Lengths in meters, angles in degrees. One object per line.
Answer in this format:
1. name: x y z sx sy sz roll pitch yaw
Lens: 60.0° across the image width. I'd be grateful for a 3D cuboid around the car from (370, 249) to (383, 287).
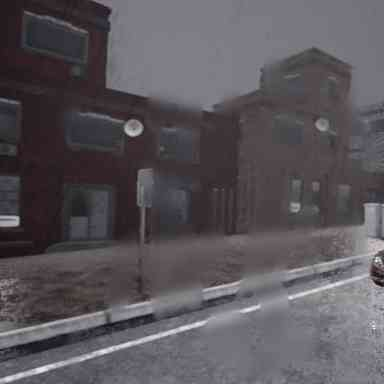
1. car: 6.234 1.508 8.120 4.674 1.442 1.812 0 0 -35
